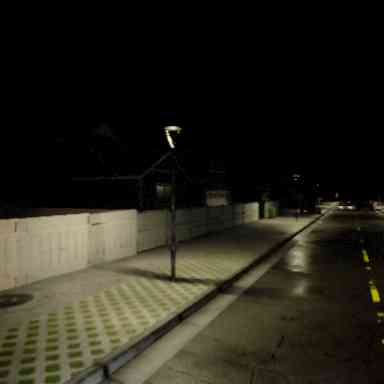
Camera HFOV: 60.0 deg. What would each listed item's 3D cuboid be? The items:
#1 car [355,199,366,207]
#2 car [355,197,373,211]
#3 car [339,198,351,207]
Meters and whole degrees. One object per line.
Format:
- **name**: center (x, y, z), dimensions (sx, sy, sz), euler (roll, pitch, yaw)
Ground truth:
- **car**: center (33.313, 2.121, 65.825), dimensions (1.837, 1.490, 4.892), euler (0, -1, 25)
- **car**: center (25.798, 1.695, 49.749), dimensions (2.150, 2.045, 5.566), euler (0, -1, 25)
- **car**: center (30.633, 1.982, 66.594), dimensions (2.097, 1.767, 4.553), euler (0, -1, 25)
